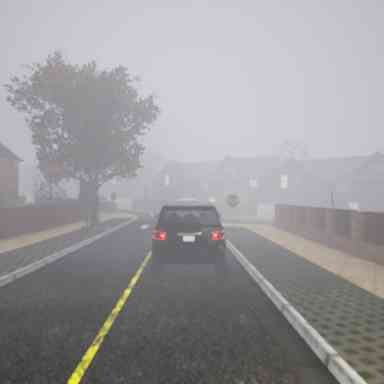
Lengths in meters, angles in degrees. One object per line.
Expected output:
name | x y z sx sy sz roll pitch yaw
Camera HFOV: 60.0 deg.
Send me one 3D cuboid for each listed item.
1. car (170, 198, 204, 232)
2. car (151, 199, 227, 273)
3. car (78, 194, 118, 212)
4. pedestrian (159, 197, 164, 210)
car | -0.306 1.505 23.867 2.150 2.045 5.566 0 0 0
car | -0.124 1.356 11.361 2.150 2.045 5.566 0 -1 -1
car | -11.588 1.308 40.455 5.566 2.045 2.150 2 -1 31
pedestrian | -3.964 1.576 42.709 0.375 1.860 0.375 -1 -5 31
